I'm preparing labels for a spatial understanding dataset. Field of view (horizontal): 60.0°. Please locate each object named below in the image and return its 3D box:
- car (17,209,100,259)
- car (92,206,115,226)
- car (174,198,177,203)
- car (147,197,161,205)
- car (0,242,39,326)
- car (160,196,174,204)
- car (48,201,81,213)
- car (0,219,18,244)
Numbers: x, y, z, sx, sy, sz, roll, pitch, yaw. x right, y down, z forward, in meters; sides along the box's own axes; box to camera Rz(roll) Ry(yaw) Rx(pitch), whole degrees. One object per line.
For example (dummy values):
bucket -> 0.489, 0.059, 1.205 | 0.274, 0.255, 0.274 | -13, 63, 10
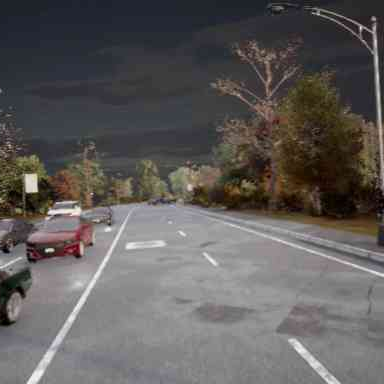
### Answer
car -> -5.309, 1.769, 13.963 | 1.882, 1.535, 5.008 | -3, 0, -9
car -> -7.364, 1.935, 27.034 | 1.837, 1.490, 4.892 | -3, 0, -9
car -> -5.485, 2.269, 94.291 | 1.895, 1.301, 4.718 | -3, 0, 9
car -> -9.858, 2.510, 83.653 | 1.895, 1.301, 4.718 | -3, 0, 4
car -> -3.973, 1.819, 4.671 | 1.895, 1.301, 4.718 | -3, 0, -8
car -> -6.350, 2.230, 84.137 | 1.837, 1.490, 4.892 | -3, 0, 4
car -> -11.379, 1.877, 29.948 | 2.150, 2.045, 5.566 | -3, 1, -9
car -> -9.192, 2.056, 16.255 | 2.033, 1.411, 5.357 | -3, 0, -9
